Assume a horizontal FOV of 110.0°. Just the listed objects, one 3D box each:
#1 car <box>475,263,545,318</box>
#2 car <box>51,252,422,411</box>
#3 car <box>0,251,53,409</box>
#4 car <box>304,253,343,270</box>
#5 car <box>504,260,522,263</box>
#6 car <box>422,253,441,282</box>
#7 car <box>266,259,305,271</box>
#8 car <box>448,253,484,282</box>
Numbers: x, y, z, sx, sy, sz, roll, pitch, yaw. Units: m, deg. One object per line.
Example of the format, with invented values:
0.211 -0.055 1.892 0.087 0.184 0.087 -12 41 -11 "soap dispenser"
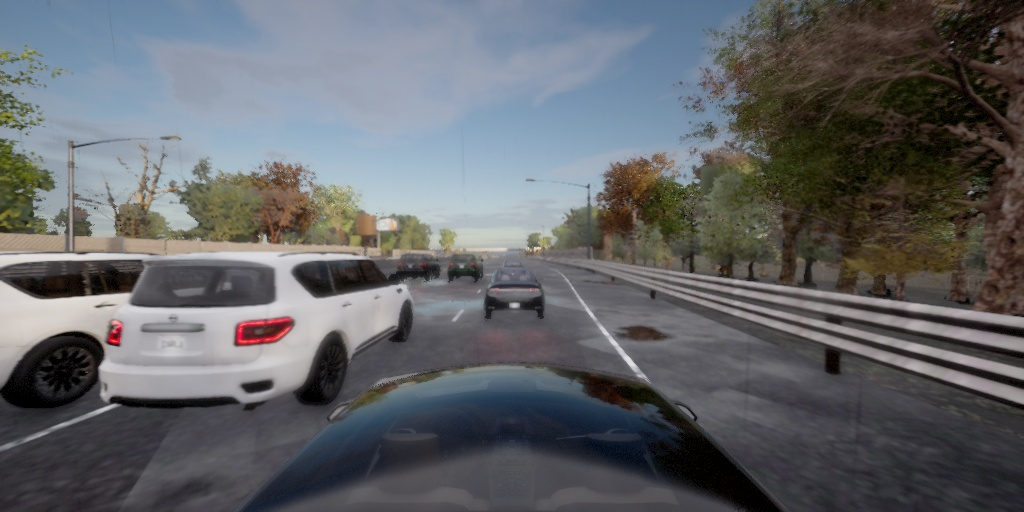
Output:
0.084 1.172 12.598 2.128 1.511 4.902 0 0 0 "car"
-3.447 0.943 6.340 2.150 2.045 5.566 0 1 0 "car"
-6.937 0.944 6.233 2.150 2.045 5.566 0 1 -1 "car"
-24.571 0.701 47.037 2.150 2.045 5.566 0 0 0 "car"
0.084 1.077 28.110 2.128 1.511 4.902 0 0 0 "car"
-6.917 0.811 27.126 2.150 2.045 5.566 0 0 0 "car"
-28.053 1.091 44.662 1.895 1.301 4.718 0 0 0 "car"
-3.416 0.811 27.116 2.150 2.045 5.566 0 0 0 "car"
